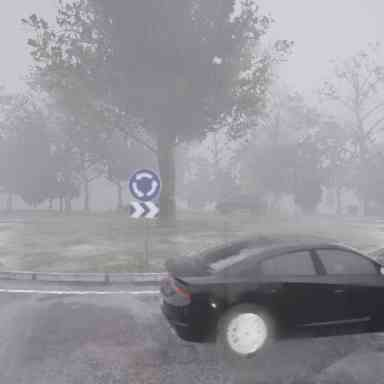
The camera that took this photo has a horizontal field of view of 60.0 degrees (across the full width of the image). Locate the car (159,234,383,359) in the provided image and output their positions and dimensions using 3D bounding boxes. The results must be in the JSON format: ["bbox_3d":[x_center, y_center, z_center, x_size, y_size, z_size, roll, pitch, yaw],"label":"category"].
[{"bbox_3d":[1.963,1.477,5.611,5.008,1.535,1.882,0,0,-11],"label":"car"}]

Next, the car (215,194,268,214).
[{"bbox_3d":[5.303,1.221,35.436,5.566,2.045,2.150,0,0,26],"label":"car"}]

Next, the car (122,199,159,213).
[{"bbox_3d":[-5.145,1.477,36.742,5.008,1.535,1.882,0,0,-8],"label":"car"}]
